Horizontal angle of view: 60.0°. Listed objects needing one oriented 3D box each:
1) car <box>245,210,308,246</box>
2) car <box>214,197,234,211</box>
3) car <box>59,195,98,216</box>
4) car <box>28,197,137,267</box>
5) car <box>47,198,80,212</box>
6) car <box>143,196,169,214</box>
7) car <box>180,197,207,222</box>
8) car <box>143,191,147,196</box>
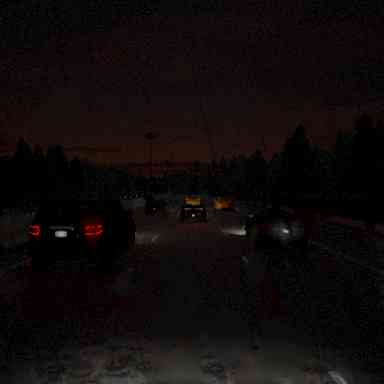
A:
[{"bbox_3d":[3.599,1.498,14.857,1.994,1.385,4.181,0,0,0],"label":"car"},{"bbox_3d":[3.594,1.312,37.704,1.882,1.535,5.008,0,0,0],"label":"car"},{"bbox_3d":[-10.599,1.213,31.494,2.097,1.767,4.553,0,0,0],"label":"car"},{"bbox_3d":[-3.401,1.171,11.320,2.150,2.045,5.566,0,0,0],"label":"car"},{"bbox_3d":[-14.104,1.403,36.806,1.994,1.385,4.181,0,0,0],"label":"car"},{"bbox_3d":[-3.405,1.348,32.587,2.128,1.511,4.902,0,0,0],"label":"car"},{"bbox_3d":[0.097,1.381,25.298,2.128,1.511,4.902,0,0,0],"label":"car"},{"bbox_3d":[-11.225,0.899,74.337,2.150,2.045,5.566,0,0,-1],"label":"car"}]
